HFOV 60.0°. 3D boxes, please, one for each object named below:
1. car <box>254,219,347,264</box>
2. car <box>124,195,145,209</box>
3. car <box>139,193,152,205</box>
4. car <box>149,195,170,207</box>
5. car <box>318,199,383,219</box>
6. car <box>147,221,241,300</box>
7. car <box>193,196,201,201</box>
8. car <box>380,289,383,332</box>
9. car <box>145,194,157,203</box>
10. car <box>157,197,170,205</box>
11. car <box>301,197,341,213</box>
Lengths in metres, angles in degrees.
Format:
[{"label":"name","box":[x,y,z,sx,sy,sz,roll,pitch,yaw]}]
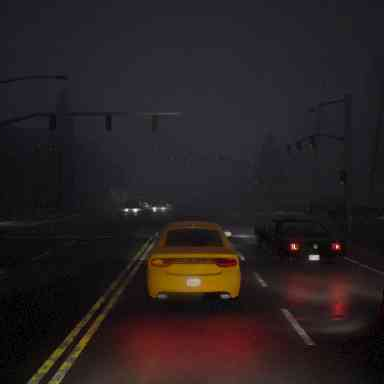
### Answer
[{"label":"car","box":[3.502,1.601,11.801,1.895,1.301,4.718,0,0,-1]},{"label":"car","box":[-8.209,1.564,46.436,1.994,1.385,4.181,0,0,-1]},{"label":"car","box":[-8.512,1.223,58.889,2.150,2.045,5.566,0,0,-1]},{"label":"car","box":[-4.794,1.564,49.748,1.994,1.385,4.181,0,0,-2]},{"label":"car","box":[13.665,1.526,28.386,4.674,1.442,1.812,0,0,-1]},{"label":"car","box":[0.034,1.478,8.477,1.882,1.535,5.008,0,0,0]},{"label":"car","box":[1.303,1.595,88.213,1.895,1.301,4.718,0,0,-1]},{"label":"car","box":[3.597,1.478,2.711,1.882,1.535,5.008,0,0,0]},{"label":"car","box":[-8.739,1.355,70.427,2.097,1.767,4.553,0,0,-1]},{"label":"car","box":[-5.030,1.564,59.777,1.994,1.385,4.181,0,0,-1]},{"label":"car","box":[14.082,1.352,35.565,4.553,1.767,2.097,0,0,-2]}]
